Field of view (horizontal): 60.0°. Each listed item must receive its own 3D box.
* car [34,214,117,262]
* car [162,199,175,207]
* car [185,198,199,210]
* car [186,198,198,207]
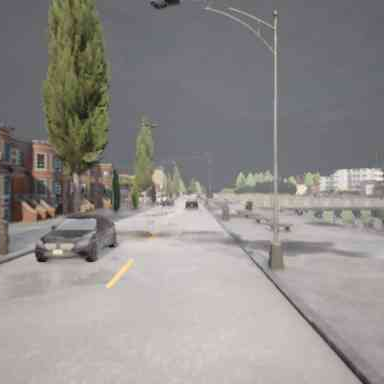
[{"bbox_3d":[-4.070,1.581,12.452,1.812,1.442,4.674,0,0,0],"label":"car"},{"bbox_3d":[-4.024,1.816,57.283,1.994,1.385,4.181,0,0,0],"label":"car"},{"bbox_3d":[-0.017,1.688,47.907,1.882,1.535,5.008,0,0,0],"label":"car"},{"bbox_3d":[-0.020,1.820,58.326,1.994,1.385,4.181,0,0,0],"label":"car"}]
